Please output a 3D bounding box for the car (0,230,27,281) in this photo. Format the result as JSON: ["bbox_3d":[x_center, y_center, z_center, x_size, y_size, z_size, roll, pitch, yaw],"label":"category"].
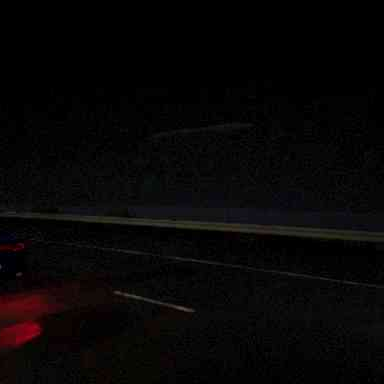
[{"bbox_3d":[-6.235,1.426,8.298,5.008,1.535,1.882,0,0,32],"label":"car"}]
